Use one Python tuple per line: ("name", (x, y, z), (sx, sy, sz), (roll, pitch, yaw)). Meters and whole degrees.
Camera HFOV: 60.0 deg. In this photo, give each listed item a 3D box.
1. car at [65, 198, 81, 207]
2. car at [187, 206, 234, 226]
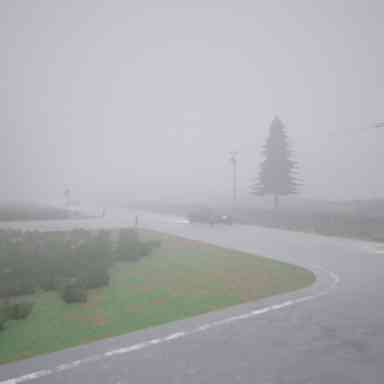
("car", (-19.700, 1.741, 54.858), (1.994, 1.385, 4.181), (1, -1, -29))
("car", (1.297, 1.737, 25.005), (1.994, 1.385, 4.181), (1, 0, -30))
